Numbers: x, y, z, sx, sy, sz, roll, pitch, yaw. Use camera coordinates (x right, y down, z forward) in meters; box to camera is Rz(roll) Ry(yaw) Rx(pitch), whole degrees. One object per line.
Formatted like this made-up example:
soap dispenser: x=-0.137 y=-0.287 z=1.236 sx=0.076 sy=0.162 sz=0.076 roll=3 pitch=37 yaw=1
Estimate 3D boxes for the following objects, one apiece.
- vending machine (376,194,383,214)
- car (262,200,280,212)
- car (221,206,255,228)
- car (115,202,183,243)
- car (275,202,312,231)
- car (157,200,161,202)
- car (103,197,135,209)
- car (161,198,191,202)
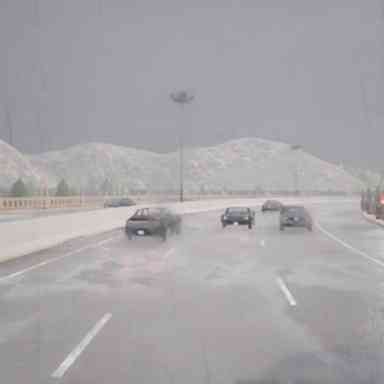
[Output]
vending machine: x=20.387 y=1.276 z=35.698 sx=1.100 sy=2.100 sz=0.880 roll=0 pitch=0 yaw=28
car: x=9.511 y=1.590 z=38.871 sx=1.994 sy=1.385 sz=4.181 roll=0 pitch=0 yaw=25
car: x=3.182 y=1.605 z=22.100 sx=1.895 sy=1.301 sz=4.718 roll=0 pitch=0 yaw=14
car: x=-1.688 y=1.475 z=16.212 sx=2.128 sy=1.511 sz=4.902 roll=0 pitch=0 yaw=10
car: x=6.440 y=1.568 z=20.908 sx=2.033 sy=1.411 sz=5.357 roll=0 pitch=0 yaw=15
car: x=-3.276 y=1.508 z=45.141 sx=2.033 sy=1.411 sz=5.357 roll=0 pitch=0 yaw=26
car: x=-8.948 y=1.442 z=40.959 sx=1.837 sy=1.490 sz=4.892 roll=0 pitch=-1 yaw=24
car: x=-1.470 y=1.449 z=40.608 sx=1.882 sy=1.535 sz=5.008 roll=0 pitch=0 yaw=25
